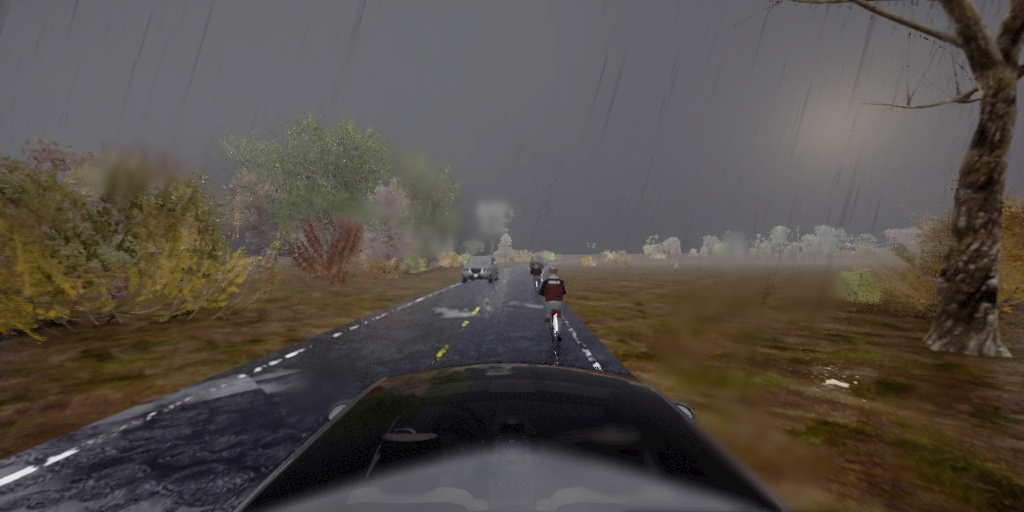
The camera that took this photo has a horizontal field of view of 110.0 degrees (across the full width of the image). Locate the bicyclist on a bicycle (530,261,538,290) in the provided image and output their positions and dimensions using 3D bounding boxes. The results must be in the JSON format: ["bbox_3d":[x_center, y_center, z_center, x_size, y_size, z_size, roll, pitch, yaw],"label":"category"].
[{"bbox_3d":[1.218,1.121,17.911,0.659,1.776,1.843,0,0,2],"label":"bicyclist on a bicycle"}]

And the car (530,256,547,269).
[{"bbox_3d":[4.097,0.988,58.329,2.150,2.045,5.566,0,0,8],"label":"car"}]

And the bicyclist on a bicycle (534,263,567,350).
[{"bbox_3d":[0.924,1.121,8.163,0.659,1.776,1.843,0,0,1],"label":"bicyclist on a bicycle"}]

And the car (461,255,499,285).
[{"bbox_3d":[-2.258,0.974,26.794,2.150,2.045,5.566,0,0,4],"label":"car"}]
